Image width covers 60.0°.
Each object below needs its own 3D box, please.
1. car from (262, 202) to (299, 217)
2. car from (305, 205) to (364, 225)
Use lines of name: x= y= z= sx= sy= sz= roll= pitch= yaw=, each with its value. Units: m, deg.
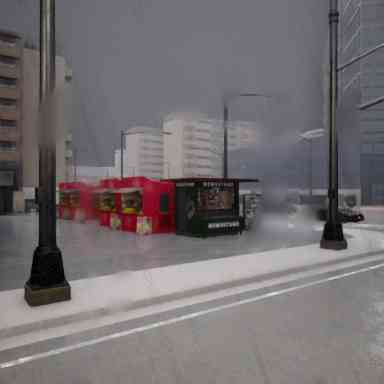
car: x=8.302 y=1.734 z=34.473 sx=2.033 sy=1.411 sz=5.357 roll=0 pitch=-1 yaw=-36
car: x=10.695 y=1.650 z=25.212 sx=1.994 sy=1.385 sz=4.181 roll=0 pitch=0 yaw=-36
